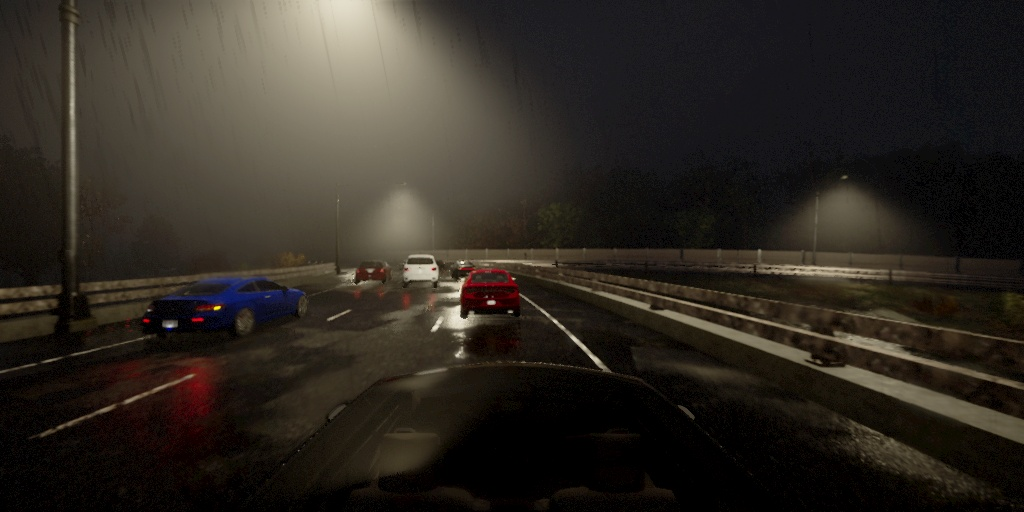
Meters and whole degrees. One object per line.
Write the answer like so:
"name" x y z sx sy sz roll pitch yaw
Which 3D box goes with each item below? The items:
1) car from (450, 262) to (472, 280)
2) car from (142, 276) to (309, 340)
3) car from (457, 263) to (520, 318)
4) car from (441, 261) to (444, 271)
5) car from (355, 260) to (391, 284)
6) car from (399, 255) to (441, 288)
"car" -4.236 1.218 31.103 2.128 1.511 4.902 0 0 -15
"car" -7.557 1.289 10.016 1.812 1.442 4.674 0 0 -5
"car" -0.849 1.216 13.077 1.882 1.535 5.008 0 0 -6
"car" -10.502 1.202 48.226 1.882 1.535 5.008 0 0 -25
"car" -10.440 1.103 27.219 2.097 1.767 4.553 0 0 -14
"car" -6.095 0.964 24.275 2.150 2.045 5.566 0 0 -12
